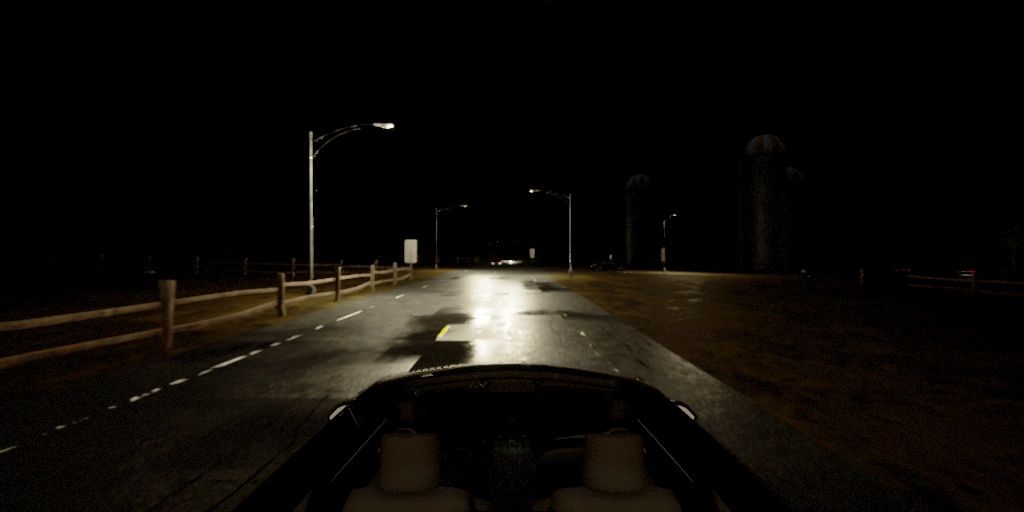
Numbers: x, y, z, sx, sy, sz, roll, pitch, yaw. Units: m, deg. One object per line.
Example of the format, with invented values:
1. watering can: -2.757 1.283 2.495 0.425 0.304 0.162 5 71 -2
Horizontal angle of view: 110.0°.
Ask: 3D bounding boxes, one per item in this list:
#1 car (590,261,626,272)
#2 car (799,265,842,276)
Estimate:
1. car: 11.596 1.273 43.349 4.181 1.385 1.994 1 -1 -5
2. car: 39.954 1.849 46.425 4.674 1.442 1.812 1 -1 1
